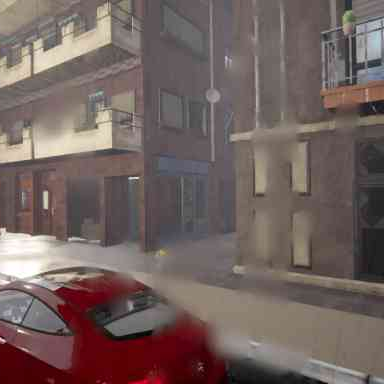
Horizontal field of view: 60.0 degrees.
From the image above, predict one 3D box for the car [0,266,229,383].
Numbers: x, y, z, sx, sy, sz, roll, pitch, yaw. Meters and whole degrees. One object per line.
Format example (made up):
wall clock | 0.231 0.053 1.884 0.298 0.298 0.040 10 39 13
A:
car | -1.581 1.583 3.979 4.206 1.307 1.802 0 -1 36
